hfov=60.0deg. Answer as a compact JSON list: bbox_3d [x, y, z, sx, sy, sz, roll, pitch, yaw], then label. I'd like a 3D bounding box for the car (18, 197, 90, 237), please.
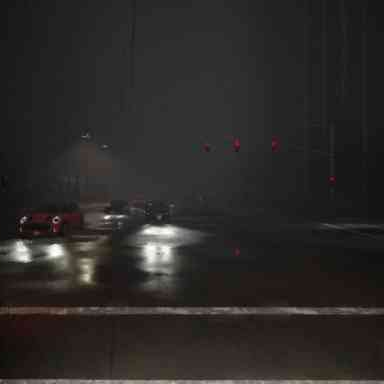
[{"bbox_3d":[-7.357,1.353,17.894,2.097,1.767,4.553,0,0,-1],"label":"car"}]

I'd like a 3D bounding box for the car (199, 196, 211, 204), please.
[{"bbox_3d":[2.760,1.491,64.828,2.128,1.511,4.902,0,0,-1],"label":"car"}]

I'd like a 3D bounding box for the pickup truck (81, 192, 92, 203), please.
[{"bbox_3d":[-20.915,1.059,60.050,2.390,2.098,6.274,0,0,30],"label":"pickup truck"}]

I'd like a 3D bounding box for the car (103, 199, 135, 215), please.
[{"bbox_3d":[-7.638,1.547,34.416,2.033,1.411,5.357,0,0,-1],"label":"car"}]

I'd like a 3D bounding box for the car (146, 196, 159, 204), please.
[{"bbox_3d":[-7.873,1.502,67.103,2.128,1.511,4.902,0,0,0],"label":"car"}]

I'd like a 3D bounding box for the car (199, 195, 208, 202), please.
[{"bbox_3d":[2.559,1.524,75.212,1.812,1.442,4.674,0,0,-1],"label":"car"}]

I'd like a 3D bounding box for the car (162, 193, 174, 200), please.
[{"bbox_3d":[-4.363,1.222,59.702,2.150,2.045,5.566,0,0,0],"label":"car"}]

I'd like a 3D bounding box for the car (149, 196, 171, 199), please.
[{"bbox_3d":[-4.229,1.548,43.952,2.033,1.411,5.357,0,0,-1],"label":"car"}]

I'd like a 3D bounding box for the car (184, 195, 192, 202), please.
[{"bbox_3d":[-0.944,1.478,75.417,1.882,1.535,5.008,0,0,-1],"label":"car"}]

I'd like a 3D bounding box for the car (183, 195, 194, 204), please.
[{"bbox_3d":[-0.746,1.352,65.413,2.097,1.767,4.553,0,0,-1],"label":"car"}]

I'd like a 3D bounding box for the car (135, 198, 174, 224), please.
[{"bbox_3d":[-2.818,1.492,25.110,2.128,1.511,4.902,0,0,-14],"label":"car"}]

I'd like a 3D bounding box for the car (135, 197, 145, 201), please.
[{"bbox_3d":[-7.789,1.477,49.965,1.882,1.535,5.008,0,0,0],"label":"car"}]
